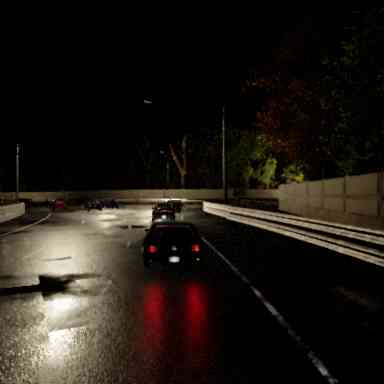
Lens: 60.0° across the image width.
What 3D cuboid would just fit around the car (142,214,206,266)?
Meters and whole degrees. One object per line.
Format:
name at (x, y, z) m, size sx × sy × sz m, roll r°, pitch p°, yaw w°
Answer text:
car at (-0.717, 1.671, 11.806) m, size 1.895 × 1.301 × 4.718 m, roll 0°, pitch 0°, yaw -5°

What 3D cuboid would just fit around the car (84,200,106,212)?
car at (-13.513, 1.865, 45.173) m, size 2.033 × 1.411 × 5.357 m, roll 0°, pitch 0°, yaw -25°

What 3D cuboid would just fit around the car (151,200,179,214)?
car at (-2.308, 1.670, 27.603) m, size 1.837 × 1.490 × 4.892 m, roll 0°, pitch -1°, yaw -4°

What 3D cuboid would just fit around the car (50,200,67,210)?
car at (-20.564, 1.949, 51.182) m, size 1.994 × 1.385 × 4.181 m, roll 0°, pitch 0°, yaw -28°

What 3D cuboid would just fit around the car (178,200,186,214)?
car at (-1.965, 1.737, 39.462) m, size 1.837 × 1.490 × 4.892 m, roll -1°, pitch 0°, yaw 9°

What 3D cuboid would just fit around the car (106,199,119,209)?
car at (-12.555, 1.871, 50.946) m, size 1.812 × 1.442 × 4.674 m, roll 0°, pitch 0°, yaw -27°
